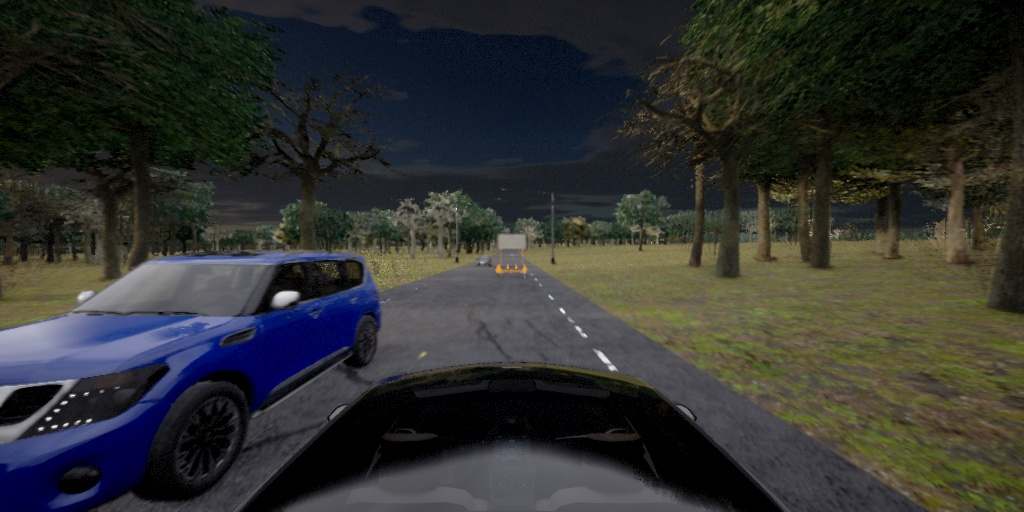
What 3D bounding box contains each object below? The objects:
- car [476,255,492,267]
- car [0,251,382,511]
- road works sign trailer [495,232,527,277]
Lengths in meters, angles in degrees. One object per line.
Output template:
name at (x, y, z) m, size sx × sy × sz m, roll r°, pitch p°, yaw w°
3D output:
car at (-3.557, 0.640, 46.030) m, size 2.128 × 1.511 × 4.902 m, roll 0°, pitch 1°, yaw 0°
car at (-3.597, 0.946, 4.787) m, size 2.150 × 2.045 × 5.566 m, roll 0°, pitch 0°, yaw 0°
road works sign trailer at (-0.001, -0.104, 29.059) m, size 2.380 × 3.560 × 2.880 m, roll 0°, pitch 0°, yaw 0°
